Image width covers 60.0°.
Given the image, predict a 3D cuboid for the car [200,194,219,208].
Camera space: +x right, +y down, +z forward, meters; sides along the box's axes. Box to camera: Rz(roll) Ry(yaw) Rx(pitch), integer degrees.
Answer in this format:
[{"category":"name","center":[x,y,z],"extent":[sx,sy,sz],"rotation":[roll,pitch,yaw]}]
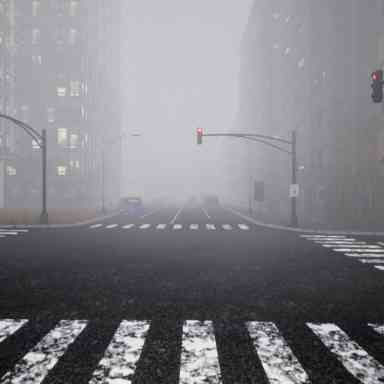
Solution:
[{"category":"car","center":[2.739,1.330,47.291],"extent":[2.192,1.841,5.009],"rotation":[0,0,0]}]

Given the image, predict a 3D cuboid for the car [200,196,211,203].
[{"category":"car","center":[2.763,1.580,69.494],"extent":[2.008,1.369,4.403],"rotation":[0,0,0]}]

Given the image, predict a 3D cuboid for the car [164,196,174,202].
[{"category":"car","center":[-5.606,1.590,80.604],"extent":[2.008,1.369,4.403],"rotation":[0,0,0]}]

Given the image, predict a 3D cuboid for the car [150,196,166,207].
[{"category":"car","center":[-5.635,1.543,52.679],"extent":[1.752,1.417,4.829],"rotation":[0,0,0]}]

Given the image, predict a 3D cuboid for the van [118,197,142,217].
[{"category":"van","center":[-5.658,1.347,30.646],"extent":[1.690,1.788,3.998],"rotation":[0,0,0]}]

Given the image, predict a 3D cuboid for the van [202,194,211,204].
[{"category":"van","center":[2.756,1.366,63.944],"extent":[1.690,1.788,3.998],"rotation":[0,0,0]}]

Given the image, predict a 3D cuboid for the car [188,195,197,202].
[{"category":"car","center":[0.076,1.380,70.141],"extent":[1.837,1.490,4.892],"rotation":[0,0,0]}]

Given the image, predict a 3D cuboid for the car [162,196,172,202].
[{"category":"car","center":[-5.613,1.559,74.883],"extent":[1.752,1.417,4.829],"rotation":[0,0,0]}]

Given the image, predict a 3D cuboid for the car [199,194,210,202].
[{"category":"car","center":[2.768,1.349,75.045],"extent":[2.192,1.841,5.009],"rotation":[0,0,0]}]

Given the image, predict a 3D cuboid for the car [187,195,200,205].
[{"category":"car","center":[0.067,1.623,60.165],"extent":[1.895,1.301,4.718],"rotation":[0,0,0]}]

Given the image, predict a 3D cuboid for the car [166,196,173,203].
[{"category":"car","center":[-5.618,1.469,69.502],"extent":[1.967,1.590,4.097],"rotation":[0,0,0]}]
